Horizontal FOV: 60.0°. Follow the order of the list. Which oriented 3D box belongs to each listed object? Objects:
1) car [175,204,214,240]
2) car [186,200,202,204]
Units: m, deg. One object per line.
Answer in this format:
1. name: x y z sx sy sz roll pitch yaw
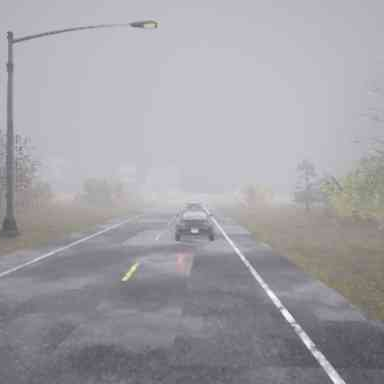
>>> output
1. car: 0.126 1.579 17.269 1.812 1.442 4.674 0 0 0
2. car: 0.252 1.654 40.279 1.812 1.442 4.674 0 0 0
